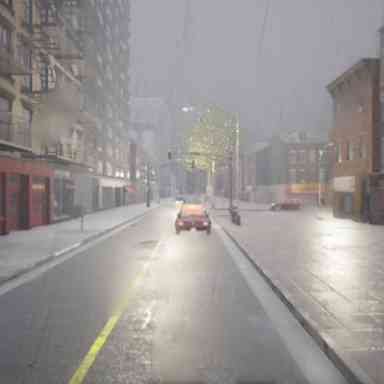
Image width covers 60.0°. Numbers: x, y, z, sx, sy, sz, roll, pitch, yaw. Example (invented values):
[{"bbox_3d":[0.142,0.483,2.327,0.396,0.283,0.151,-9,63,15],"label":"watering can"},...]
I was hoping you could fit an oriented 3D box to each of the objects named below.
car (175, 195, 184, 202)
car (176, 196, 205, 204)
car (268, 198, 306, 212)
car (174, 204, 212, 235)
[{"bbox_3d":[-2.753,1.473,76.549,1.895,1.301,4.718,0,0,0],"label":"car"},{"bbox_3d":[-0.001,1.297,28.388,2.097,1.767,4.553,0,0,0],"label":"car"},{"bbox_3d":[10.924,1.440,38.510,4.097,1.590,1.967,0,0,0],"label":"car"},{"bbox_3d":[0.067,1.564,18.482,1.895,1.301,4.718,0,0,0],"label":"car"}]
